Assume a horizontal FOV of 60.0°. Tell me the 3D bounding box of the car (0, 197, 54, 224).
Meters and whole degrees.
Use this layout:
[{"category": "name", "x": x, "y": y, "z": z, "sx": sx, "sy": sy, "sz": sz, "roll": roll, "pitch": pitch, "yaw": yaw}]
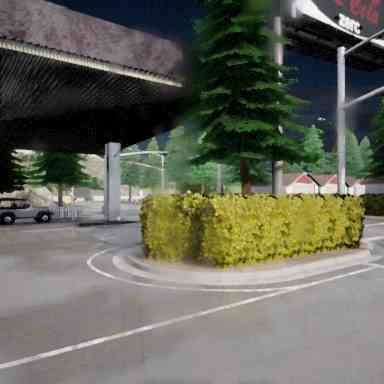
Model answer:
[{"category": "car", "x": -11.962, "y": 1.312, "z": 23.485, "sx": 3.866, "sy": 1.878, "sz": 1.905, "roll": 0, "pitch": 0, "yaw": -36}]
